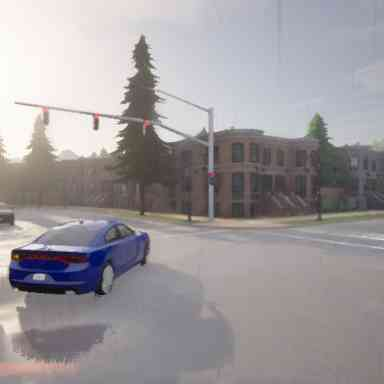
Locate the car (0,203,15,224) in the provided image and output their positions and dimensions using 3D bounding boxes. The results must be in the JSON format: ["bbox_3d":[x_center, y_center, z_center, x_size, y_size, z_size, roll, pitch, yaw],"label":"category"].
[{"bbox_3d":[-13.553,1.471,22.916,1.882,1.535,5.008,0,0,-37],"label":"car"}]

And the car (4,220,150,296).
[{"bbox_3d":[-2.536,1.468,8.786,1.882,1.535,5.008,1,0,9],"label":"car"}]
